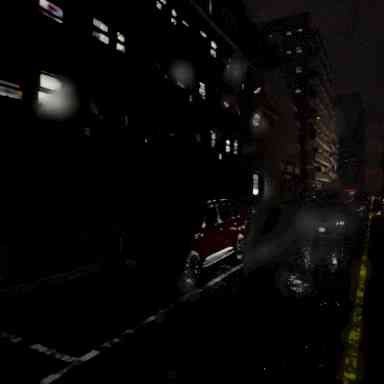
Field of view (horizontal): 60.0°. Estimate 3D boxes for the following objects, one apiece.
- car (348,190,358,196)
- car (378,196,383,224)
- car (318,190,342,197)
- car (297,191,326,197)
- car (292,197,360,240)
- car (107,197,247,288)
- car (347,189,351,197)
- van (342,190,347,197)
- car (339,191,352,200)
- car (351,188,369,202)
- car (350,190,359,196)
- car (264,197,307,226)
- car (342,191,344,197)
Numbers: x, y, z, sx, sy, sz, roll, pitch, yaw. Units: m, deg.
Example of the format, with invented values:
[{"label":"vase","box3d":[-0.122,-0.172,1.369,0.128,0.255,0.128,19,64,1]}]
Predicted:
[{"label":"car","box3d":[38.203,0.255,78.791,1.752,1.417,4.829,1,1,29]},{"label":"car","box3d":[12.770,1.137,20.493,1.882,1.535,5.008,1,1,29]},{"label":"car","box3d":[13.645,0.702,34.047,2.192,1.841,5.009,1,2,29]},{"label":"car","box3d":[8.168,0.989,24.076,1.967,1.590,4.097,2,2,29]},{"label":"car","box3d":[6.379,1.206,15.451,2.128,1.511,4.902,1,1,29]},{"label":"car","box3d":[-0.046,1.113,9.110,2.192,1.841,5.009,2,2,29]},{"label":"car","box3d":[24.513,0.610,53.852,1.752,1.417,4.829,1,1,29]},{"label":"van","box3d":[19.121,0.572,44.021,1.690,1.788,3.998,1,1,29]},{"label":"car","box3d":[27.332,0.591,58.991,1.802,1.307,4.206,1,1,29]},{"label":"car","box3d":[25.925,0.630,50.954,1.882,1.535,5.008,1,1,29]},{"label":"car","box3d":[41.023,0.226,83.929,1.947,1.339,4.313,1,1,29]},{"label":"car","box3d":[5.428,1.182,19.091,2.008,1.369,4.403,2,2,29]},{"label":"car","box3d":[16.299,0.836,38.892,1.752,1.417,4.829,1,1,29]}]
